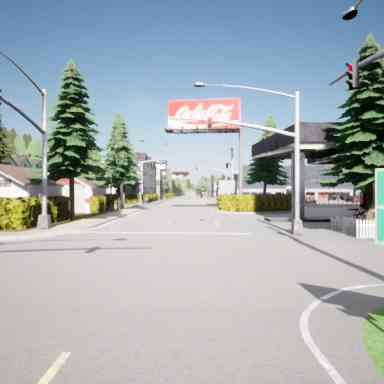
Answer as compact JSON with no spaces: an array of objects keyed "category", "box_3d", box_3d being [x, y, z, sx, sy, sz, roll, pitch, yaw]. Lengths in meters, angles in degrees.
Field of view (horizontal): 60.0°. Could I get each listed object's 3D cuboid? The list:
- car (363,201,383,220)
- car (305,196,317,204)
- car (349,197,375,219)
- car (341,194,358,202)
[{"category":"car","box_3d":[18.679,1.670,30.670,4.611,1.667,2.242,0,0,0]},{"category":"car","box_3d":[22.470,1.550,64.069,1.970,1.475,3.806,0,0,0]},{"category":"car","box_3d":[14.356,1.504,24.998,3.866,1.878,1.905,0,0,0]},{"category":"car","box_3d":[34.870,1.487,71.866,2.007,1.523,4.514,0,0,0]}]
